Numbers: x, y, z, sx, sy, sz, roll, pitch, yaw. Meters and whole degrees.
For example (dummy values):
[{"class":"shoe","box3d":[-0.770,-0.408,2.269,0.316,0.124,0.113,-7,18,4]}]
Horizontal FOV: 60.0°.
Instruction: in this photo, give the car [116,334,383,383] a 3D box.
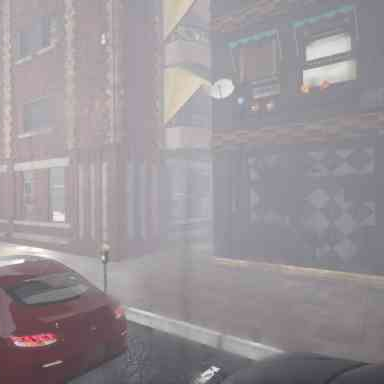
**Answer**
[{"class":"car","box3d":[1.881,1.566,1.507,4.313,1.339,1.947,0,-1,35]}]

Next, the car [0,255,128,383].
[{"class":"car","box3d":[-2.731,1.583,4.783,4.206,1.307,1.802,0,-1,35]}]
